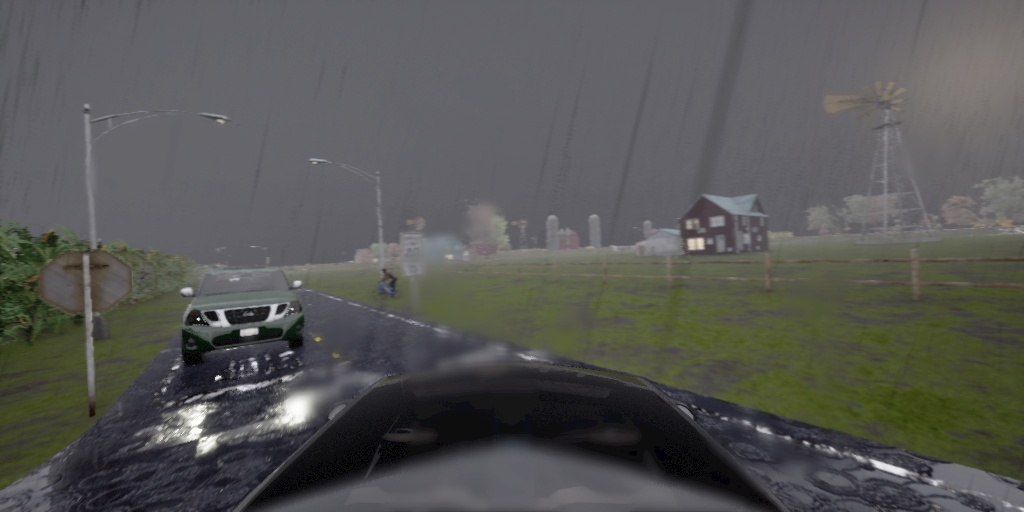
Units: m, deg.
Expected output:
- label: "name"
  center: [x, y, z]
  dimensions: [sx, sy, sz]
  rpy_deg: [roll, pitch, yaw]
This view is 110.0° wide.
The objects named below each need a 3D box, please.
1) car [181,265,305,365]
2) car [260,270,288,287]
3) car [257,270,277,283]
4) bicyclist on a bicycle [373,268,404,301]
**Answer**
- label: "car"
  center: [-7.073, 1.284, 9.584]
  dimensions: [2.150, 2.045, 5.566]
  rpy_deg: [-3, 0, -37]
- label: "car"
  center: [-25.788, 2.362, 38.805]
  dimensions: [2.128, 1.511, 4.902]
  rpy_deg: [-3, 0, -38]
- label: "car"
  center: [-32.297, 2.660, 47.267]
  dimensions: [1.837, 1.490, 4.892]
  rpy_deg: [-3, 0, -37]
- label: "bicyclist on a bicycle"
  center: [-6.395, 1.445, 18.521]
  dimensions: [1.656, 1.620, 0.582]
  rpy_deg: [-4, 1, -38]
